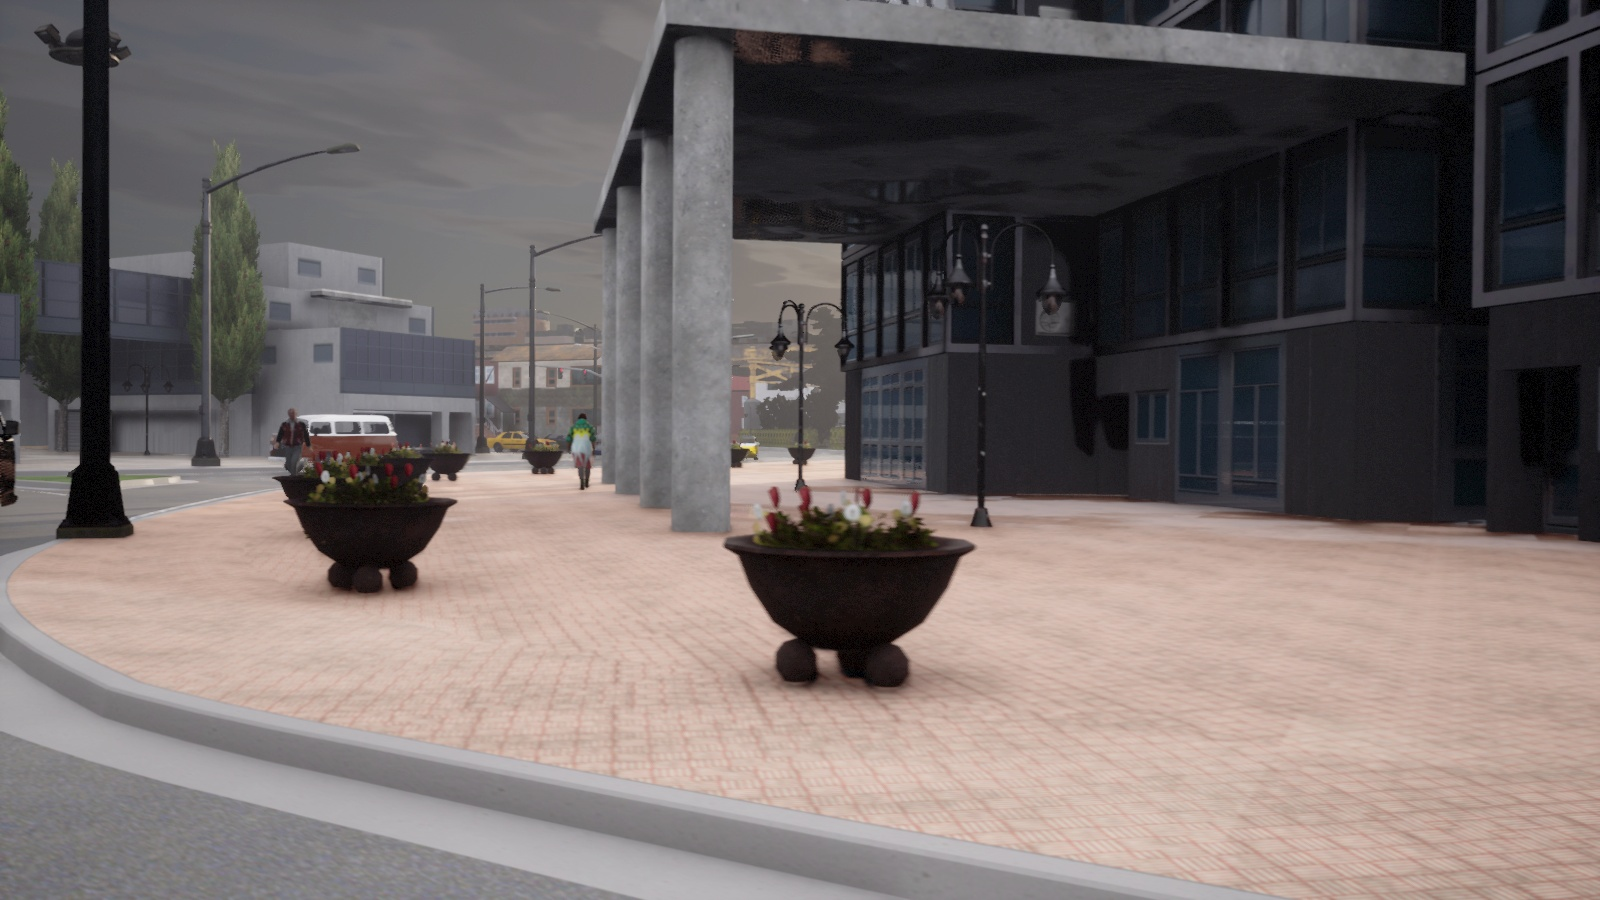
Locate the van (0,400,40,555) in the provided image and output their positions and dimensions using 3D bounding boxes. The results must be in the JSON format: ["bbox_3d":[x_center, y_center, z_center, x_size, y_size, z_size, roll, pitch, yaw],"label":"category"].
[{"bbox_3d":[-11.373,0.375,15.509,2.069,2.038,4.480,0,1,-13],"label":"van"}]

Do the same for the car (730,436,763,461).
[{"bbox_3d":[-2.966,-0.068,70.382,1.481,1.376,2.207,1,0,8],"label":"car"}]

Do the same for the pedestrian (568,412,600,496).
[{"bbox_3d":[-5.127,0.087,29.842,0.659,1.952,0.873,-1,1,-4],"label":"pedestrian"}]

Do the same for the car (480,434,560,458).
[{"bbox_3d":[-19.034,-0.265,85.173,5.366,1.575,1.801,0,1,27],"label":"car"}]

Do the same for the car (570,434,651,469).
[{"bbox_3d":[-8.707,0.066,57.958,1.789,1.549,3.705,0,1,28],"label":"car"}]

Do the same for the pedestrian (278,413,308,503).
[{"bbox_3d":[-10.536,0.159,26.125,0.376,1.854,0.720,-1,1,-7],"label":"pedestrian"}]

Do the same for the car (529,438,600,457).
[{"bbox_3d":[-16.442,-0.160,87.775,4.718,1.301,1.895,0,1,27],"label":"car"}]

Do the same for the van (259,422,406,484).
[{"bbox_3d":[-16.287,0.065,43.966,2.069,2.038,4.480,0,1,30],"label":"van"}]
